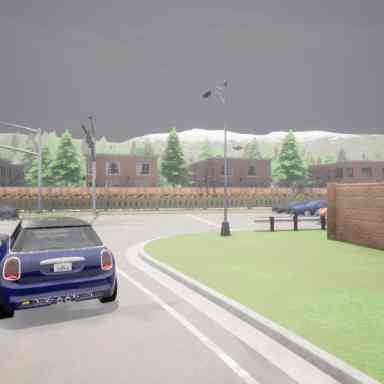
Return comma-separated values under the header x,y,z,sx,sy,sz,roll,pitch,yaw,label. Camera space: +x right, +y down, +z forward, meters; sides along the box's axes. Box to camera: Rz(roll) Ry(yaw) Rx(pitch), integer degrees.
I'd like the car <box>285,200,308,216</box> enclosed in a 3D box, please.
x,y,z,sx,sy,sz,roll,pitch,yaw,label
11.428,1.478,30.340,5.008,1.535,1.882,0,0,-14,car

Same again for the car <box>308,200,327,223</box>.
x,y,z,sx,sy,sz,roll,pitch,yaw,label
10.791,1.352,22.976,4.553,1.767,2.097,0,0,-14,car

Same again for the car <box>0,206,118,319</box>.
x,y,z,sx,sy,sz,roll,pitch,yaw,label
-3.299,1.352,7.757,2.097,1.767,4.553,0,0,-28,car

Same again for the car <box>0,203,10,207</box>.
x,y,z,sx,sy,sz,roll,pitch,yaw,label
-16.415,1.564,27.132,4.181,1.385,1.994,0,0,-14,car

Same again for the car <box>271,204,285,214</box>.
x,y,z,sx,sy,sz,roll,pitch,yaw,label
10.828,1.546,33.796,5.357,1.411,2.033,0,0,-14,car
